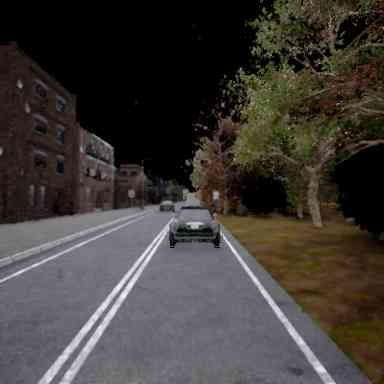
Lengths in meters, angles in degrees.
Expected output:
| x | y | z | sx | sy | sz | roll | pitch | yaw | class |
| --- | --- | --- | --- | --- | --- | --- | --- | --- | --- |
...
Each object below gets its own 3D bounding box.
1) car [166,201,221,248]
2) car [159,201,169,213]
| x | y | z | sx | sy | sz | roll | pitch | yaw | class |
| --- | --- | --- | --- | --- | --- | --- | --- | --- | --- |
| 0.115 | 1.409 | 15.303 | 2.097 | 1.767 | 4.553 | 0 | 0 | 0 | car |
| -3.233 | 1.910 | 43.943 | 1.837 | 1.490 | 4.892 | 0 | -1 | 0 | car |
